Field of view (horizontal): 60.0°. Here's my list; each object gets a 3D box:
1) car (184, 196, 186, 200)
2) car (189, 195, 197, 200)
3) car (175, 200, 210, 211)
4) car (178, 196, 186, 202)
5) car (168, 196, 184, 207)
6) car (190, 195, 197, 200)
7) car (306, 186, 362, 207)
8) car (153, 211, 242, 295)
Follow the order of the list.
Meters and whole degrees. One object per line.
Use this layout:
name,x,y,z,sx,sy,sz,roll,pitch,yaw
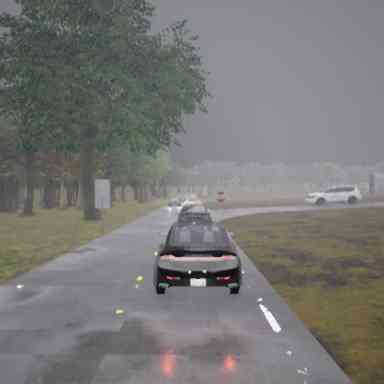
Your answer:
car,-2.494,1.590,69.179,1.837,1.490,4.892,0,0,0
car,0.297,1.578,80.386,1.882,1.535,5.008,0,0,0
car,0.123,1.483,20.484,1.882,1.535,5.008,0,0,-1
car,-2.449,1.700,81.430,1.895,1.301,4.718,0,0,0
car,-2.651,1.571,51.233,1.812,1.442,4.674,0,0,0
car,0.336,1.477,90.807,1.812,1.442,4.674,0,0,0
car,15.241,0.408,35.865,5.566,2.045,2.150,-3,1,1
car,0.129,1.491,8.690,2.128,1.511,4.902,0,0,0
